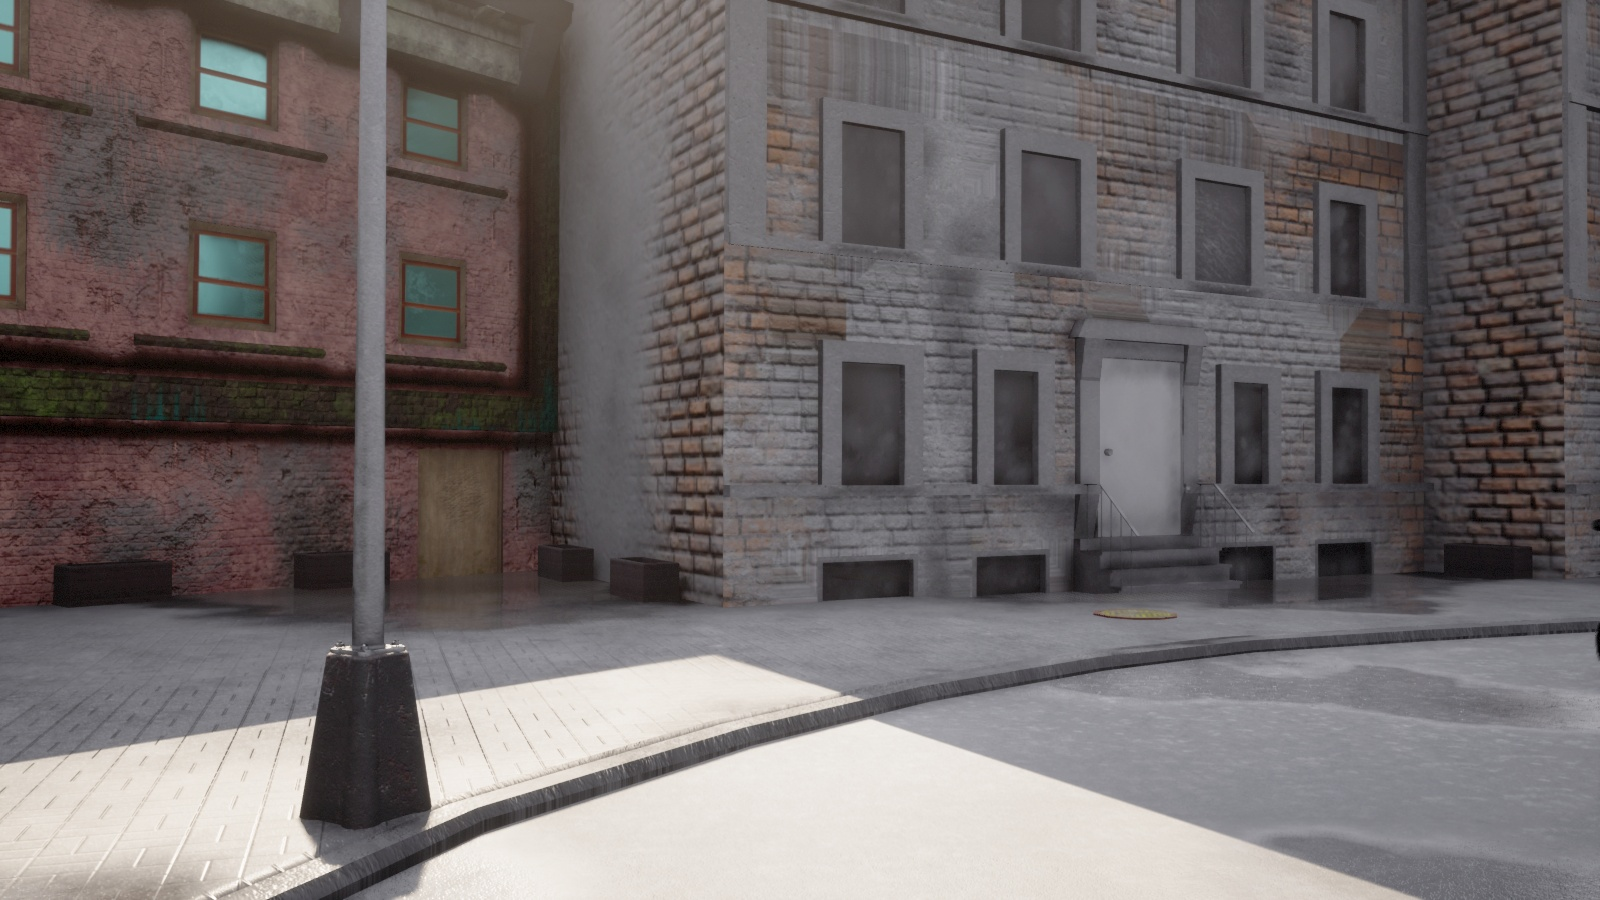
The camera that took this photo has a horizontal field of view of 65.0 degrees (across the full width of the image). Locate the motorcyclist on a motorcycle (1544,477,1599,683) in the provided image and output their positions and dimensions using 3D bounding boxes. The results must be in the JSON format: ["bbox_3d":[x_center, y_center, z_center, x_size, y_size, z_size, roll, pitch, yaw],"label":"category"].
[{"bbox_3d":[7.011,0.978,9.809,2.191,1.530,0.866,0,-1,-21],"label":"motorcyclist on a motorcycle"}]
